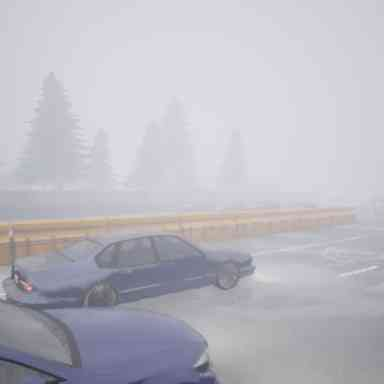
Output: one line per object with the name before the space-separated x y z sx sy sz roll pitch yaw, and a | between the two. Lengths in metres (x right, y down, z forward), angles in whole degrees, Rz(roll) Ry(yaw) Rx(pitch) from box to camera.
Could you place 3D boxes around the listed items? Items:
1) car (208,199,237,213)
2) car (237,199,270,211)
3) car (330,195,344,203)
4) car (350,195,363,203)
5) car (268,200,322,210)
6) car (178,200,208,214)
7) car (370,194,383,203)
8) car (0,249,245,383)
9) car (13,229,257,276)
car | 4.369 1.474 33.713 4.902 1.511 2.128 0 0 -41
car | 6.806 1.454 31.195 5.008 1.535 1.882 0 0 -41
car | 29.017 1.341 66.565 2.033 1.411 5.357 0 0 34
car | 31.961 1.314 64.672 1.812 1.442 4.674 0 0 34
car | 9.245 1.518 28.629 5.357 1.411 2.033 0 0 -40
car | 1.040 1.539 35.425 5.357 1.411 2.033 0 0 -40
car | 34.921 1.133 62.804 2.097 1.767 4.553 0 0 34
car | -1.927 1.531 2.407 4.674 1.442 1.812 0 0 -35
car | -1.040 1.550 7.322 5.357 1.411 2.033 0 0 -35
